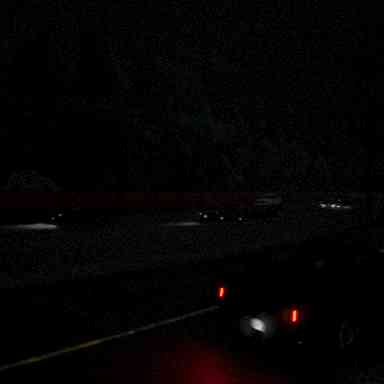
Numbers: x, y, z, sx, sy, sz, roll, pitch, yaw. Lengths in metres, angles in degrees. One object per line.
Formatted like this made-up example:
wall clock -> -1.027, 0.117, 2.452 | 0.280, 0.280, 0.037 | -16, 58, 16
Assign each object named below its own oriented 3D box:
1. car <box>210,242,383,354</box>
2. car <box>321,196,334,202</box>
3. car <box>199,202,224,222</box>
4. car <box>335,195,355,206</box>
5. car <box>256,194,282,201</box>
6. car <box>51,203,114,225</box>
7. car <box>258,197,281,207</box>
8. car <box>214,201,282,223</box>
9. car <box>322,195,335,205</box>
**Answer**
car -> 2.644, 1.605, 6.169 | 4.718, 1.301, 1.895 | 0, 0, -40
car -> 31.955, 1.574, 78.364 | 1.994, 1.385, 4.181 | 0, 0, 32
car -> 2.460, 1.538, 26.193 | 1.837, 1.490, 4.892 | 0, 0, 38
car -> 25.749, 1.380, 55.477 | 2.097, 1.767, 4.553 | 0, 0, 33
car -> 10.232, 1.264, 44.070 | 2.150, 2.045, 5.566 | 0, 0, 32
car -> -8.088, 1.578, 24.927 | 1.812, 1.442, 4.674 | 0, 0, 45
car -> 12.878, 1.600, 54.743 | 2.033, 1.411, 5.357 | 0, 0, 33
car -> 4.032, 1.572, 22.538 | 2.033, 1.411, 5.357 | 0, 0, 40
car -> 25.554, 1.390, 61.661 | 2.097, 1.767, 4.553 | 0, 0, 33
